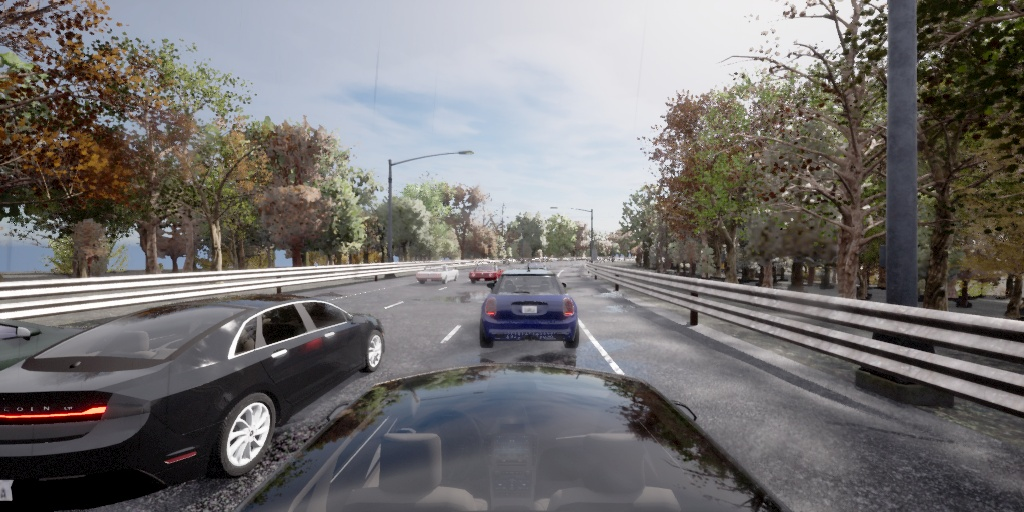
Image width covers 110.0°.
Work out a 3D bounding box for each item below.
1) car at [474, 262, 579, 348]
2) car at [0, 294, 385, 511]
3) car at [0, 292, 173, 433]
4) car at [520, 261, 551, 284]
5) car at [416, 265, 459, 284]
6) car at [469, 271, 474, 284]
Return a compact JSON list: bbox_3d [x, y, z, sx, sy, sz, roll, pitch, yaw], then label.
[{"bbox_3d":[0.392,1.098,9.362,2.097,1.767,4.553,0,0,1],"label":"car"},{"bbox_3d":[-3.286,1.252,4.722,1.837,1.490,4.892,0,0,1],"label":"car"},{"bbox_3d":[-6.803,1.311,4.020,1.994,1.385,4.181,0,0,1],"label":"car"},{"bbox_3d":[1.936,1.228,28.136,2.128,1.511,4.902,0,0,7],"label":"car"},{"bbox_3d":[-5.332,1.320,26.315,1.895,1.301,4.718,0,0,6],"label":"car"},{"bbox_3d":[-1.769,1.329,26.660,1.895,1.301,4.718,0,0,7],"label":"car"}]
